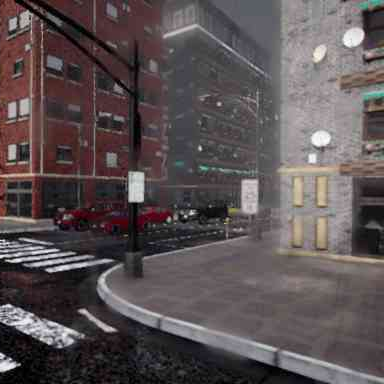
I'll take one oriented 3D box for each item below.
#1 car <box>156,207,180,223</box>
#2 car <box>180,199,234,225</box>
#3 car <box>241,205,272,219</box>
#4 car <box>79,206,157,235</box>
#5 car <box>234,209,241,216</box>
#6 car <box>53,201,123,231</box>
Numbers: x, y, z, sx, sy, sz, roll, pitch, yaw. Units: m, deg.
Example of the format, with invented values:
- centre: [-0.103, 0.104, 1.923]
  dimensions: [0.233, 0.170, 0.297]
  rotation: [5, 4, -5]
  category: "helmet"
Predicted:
- centre: [-3.330, 1.877, 26.892]
  dimensions: [1.887, 1.381, 4.507]
  rotation: [-1, -1, 35]
  category: "car"
- centre: [1.076, 1.641, 28.602]
  dimensions: [2.150, 2.045, 5.566]
  rotation: [0, -1, 35]
  category: "car"
- centre: [7.119, 2.155, 37.116]
  dimensions: [2.033, 1.411, 5.357]
  rotation: [0, -1, 35]
  category: "car"
- centre: [-4.475, 1.811, 20.777]
  dimensions: [1.994, 1.385, 4.181]
  rotation: [0, -1, 35]
  category: "car"
- centre: [3.160, 2.059, 36.047]
  dimensions: [1.752, 1.417, 4.829]
  rotation: [-1, -1, 35]
  category: "car"
- centre: [-6.622, 1.544, 22.251]
  dimensions: [2.192, 1.841, 5.009]
  rotation: [-1, -1, 35]
  category: "car"
